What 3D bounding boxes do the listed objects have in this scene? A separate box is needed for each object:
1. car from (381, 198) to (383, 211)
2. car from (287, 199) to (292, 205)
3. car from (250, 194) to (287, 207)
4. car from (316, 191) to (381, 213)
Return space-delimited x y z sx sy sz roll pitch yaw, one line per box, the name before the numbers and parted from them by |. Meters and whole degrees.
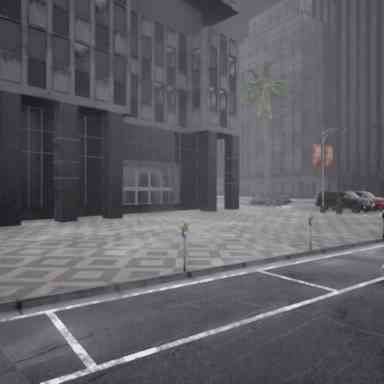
car | 17.617 0.901 34.820 2.150 2.045 5.566 0 1 -35
car | 10.735 1.019 44.520 2.033 1.411 5.357 0 1 -35
car | 9.155 1.062 41.135 1.994 1.385 4.181 0 1 -35
car | 15.012 0.898 32.875 2.150 2.045 5.566 0 1 -35
